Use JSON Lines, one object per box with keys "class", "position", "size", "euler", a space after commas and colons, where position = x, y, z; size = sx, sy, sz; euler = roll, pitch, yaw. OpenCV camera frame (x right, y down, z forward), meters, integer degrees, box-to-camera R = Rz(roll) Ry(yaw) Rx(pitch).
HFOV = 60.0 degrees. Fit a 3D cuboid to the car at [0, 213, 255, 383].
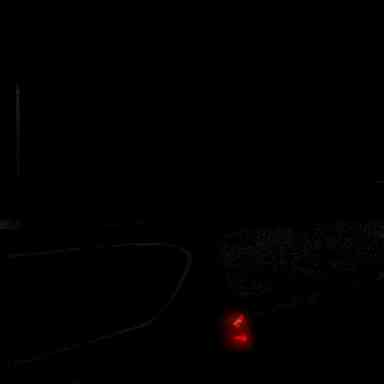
{"class": "car", "position": [-2.102, 1.221, 1.876], "size": [5.566, 2.045, 2.150], "euler": [0, 0, -36]}
